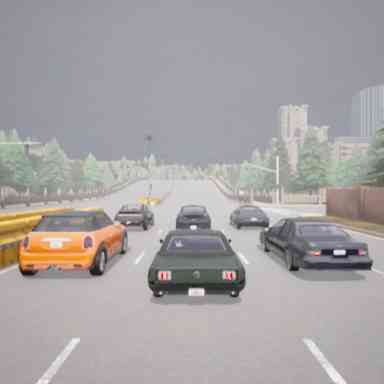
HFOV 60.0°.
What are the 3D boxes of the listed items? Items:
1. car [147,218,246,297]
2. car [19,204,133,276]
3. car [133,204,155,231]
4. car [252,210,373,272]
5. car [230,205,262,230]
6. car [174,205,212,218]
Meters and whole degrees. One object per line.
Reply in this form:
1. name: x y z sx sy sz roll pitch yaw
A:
1. car: 0.087 1.588 8.467 1.895 1.301 4.718 0 0 0
2. car: -3.413 1.336 10.466 2.097 1.767 4.553 0 0 0
3. car: -3.434 1.461 20.407 2.128 1.511 4.902 0 0 0
4. car: 3.586 1.531 10.705 2.033 1.411 5.357 0 0 -1
5. car: 3.565 1.532 21.111 1.994 1.385 4.181 0 0 0
6. car: 0.069 1.477 18.704 1.837 1.490 4.892 0 0 0
